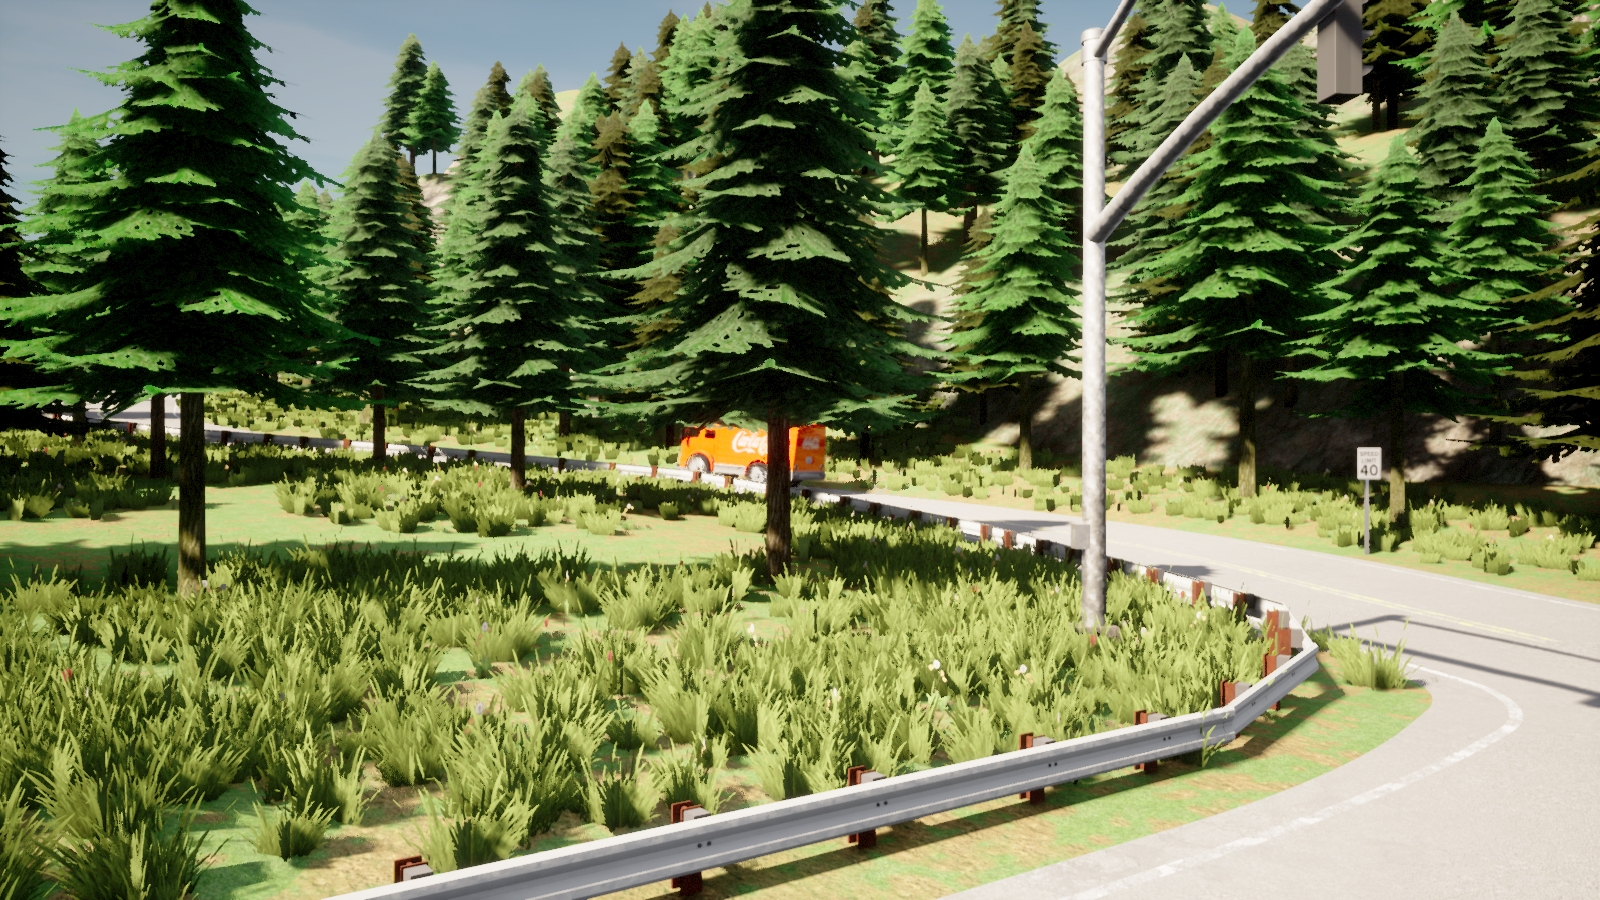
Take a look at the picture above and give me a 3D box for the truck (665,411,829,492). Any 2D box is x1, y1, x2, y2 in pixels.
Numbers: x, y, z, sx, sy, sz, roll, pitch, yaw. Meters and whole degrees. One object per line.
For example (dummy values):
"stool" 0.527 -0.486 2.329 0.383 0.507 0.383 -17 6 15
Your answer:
"truck" -1.944 0.019 41.515 5.204 2.467 2.627 5 2 29
